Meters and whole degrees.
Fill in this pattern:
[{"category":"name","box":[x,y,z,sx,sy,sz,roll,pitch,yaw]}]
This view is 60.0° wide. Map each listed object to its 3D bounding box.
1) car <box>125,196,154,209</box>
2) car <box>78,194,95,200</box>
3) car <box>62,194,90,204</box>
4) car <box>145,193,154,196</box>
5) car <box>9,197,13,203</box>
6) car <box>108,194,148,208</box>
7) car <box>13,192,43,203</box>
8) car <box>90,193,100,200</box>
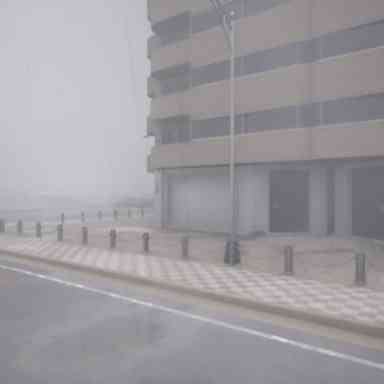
[{"category":"car","box":[-6.680,1.588,45.804,1.994,1.385,4.181,0,0,35]},{"category":"car","box":[-28.405,1.376,89.530,1.970,1.475,3.806,0,0,35]},{"category":"car","box":[-22.260,1.396,63.859,1.970,1.475,3.806,0,0,35]},{"category":"car","box":[-7.650,1.160,74.864,1.932,1.855,4.605,0,0,35]},{"category":"car","box":[-38.453,1.344,75.242,1.784,1.438,3.905,0,0,35]},{"category":"car","box":[-9.168,1.511,48.352,2.128,1.511,4.902,0,0,35]},{"category":"car","box":[-36.122,1.136,73.521,1.932,1.855,4.605,0,0,35]},{"category":"car","box":[-26.045,1.140,87.852,1.905,1.878,3.866,0,0,35]}]
